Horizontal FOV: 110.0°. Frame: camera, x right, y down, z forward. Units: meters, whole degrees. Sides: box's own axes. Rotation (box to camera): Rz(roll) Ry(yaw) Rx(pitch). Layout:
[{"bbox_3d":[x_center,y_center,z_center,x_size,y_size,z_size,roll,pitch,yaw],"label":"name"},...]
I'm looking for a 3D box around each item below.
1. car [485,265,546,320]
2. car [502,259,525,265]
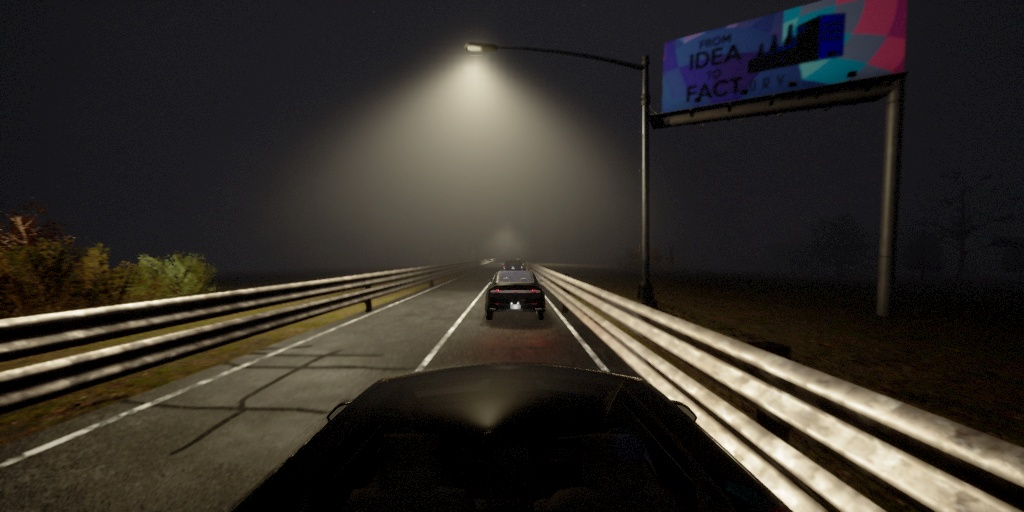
[{"bbox_3d":[0.104,1.238,12.690,2.128,1.511,4.902,0,0,0],"label":"car"},{"bbox_3d":[0.110,1.092,33.635,2.097,1.767,4.553,0,0,0],"label":"car"}]
